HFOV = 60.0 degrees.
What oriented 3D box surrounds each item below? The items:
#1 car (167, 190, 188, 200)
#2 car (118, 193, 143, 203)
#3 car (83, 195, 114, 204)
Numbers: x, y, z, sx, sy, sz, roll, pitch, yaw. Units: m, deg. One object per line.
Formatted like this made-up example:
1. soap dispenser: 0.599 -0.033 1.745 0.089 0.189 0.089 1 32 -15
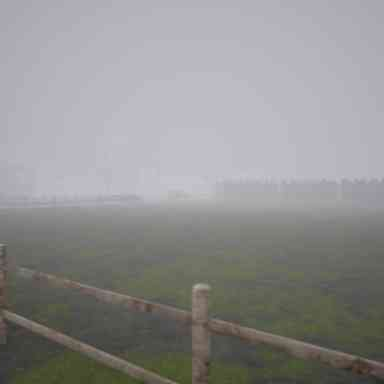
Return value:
1. car: -3.010 0.613 69.422 2.150 2.045 5.566 0 0 35
2. car: -10.642 0.961 58.283 2.097 1.767 4.553 0 0 35
3. car: -15.682 1.188 55.980 2.033 1.411 5.357 0 0 35
